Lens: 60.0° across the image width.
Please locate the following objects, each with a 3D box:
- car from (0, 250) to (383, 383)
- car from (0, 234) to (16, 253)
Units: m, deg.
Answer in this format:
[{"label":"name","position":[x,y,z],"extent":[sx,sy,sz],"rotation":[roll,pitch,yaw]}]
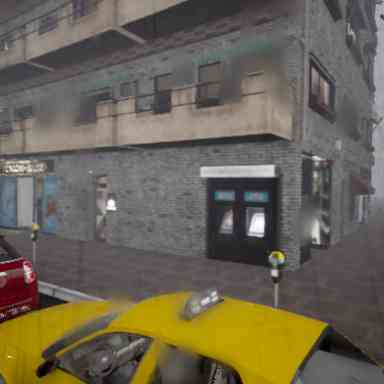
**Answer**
[{"label":"car","position":[-0.140,1.486,2.796],"extent":[4.829,1.417,1.752],"rotation":[1,2,35]},{"label":"car","position":[-4.572,1.347,5.842],"extent":[4.097,1.590,1.967],"rotation":[1,2,35]}]
